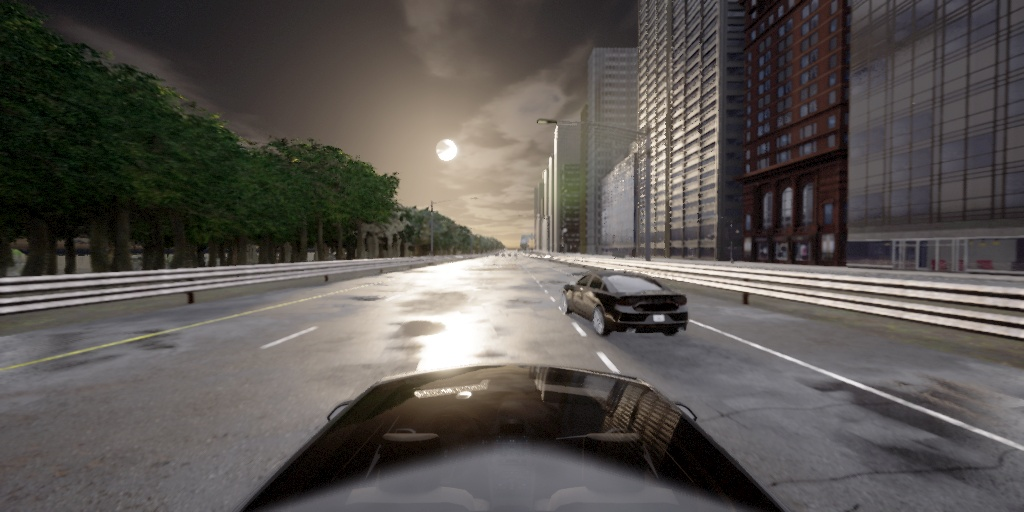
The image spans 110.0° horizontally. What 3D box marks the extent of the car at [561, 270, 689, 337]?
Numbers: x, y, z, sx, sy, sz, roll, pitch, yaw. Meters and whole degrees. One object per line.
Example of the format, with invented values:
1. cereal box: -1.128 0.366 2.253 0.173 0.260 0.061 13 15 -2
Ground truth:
1. car: 2.810 1.136 10.090 1.882 1.535 5.008 0 1 -8
